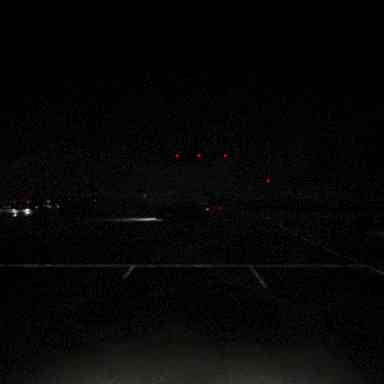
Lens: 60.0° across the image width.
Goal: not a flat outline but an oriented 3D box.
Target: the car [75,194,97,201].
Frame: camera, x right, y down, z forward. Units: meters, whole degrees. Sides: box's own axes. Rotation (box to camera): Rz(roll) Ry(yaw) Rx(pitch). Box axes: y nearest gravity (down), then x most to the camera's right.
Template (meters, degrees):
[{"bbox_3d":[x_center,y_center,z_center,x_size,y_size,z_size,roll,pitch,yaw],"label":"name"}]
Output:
[{"bbox_3d":[-21.065,1.329,66.127,1.895,1.301,4.718,0,0,0],"label":"car"}]

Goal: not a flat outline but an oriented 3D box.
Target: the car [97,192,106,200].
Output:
[{"bbox_3d":[-21.881,1.028,79.595,2.097,1.767,4.553,0,0,-7],"label":"car"}]

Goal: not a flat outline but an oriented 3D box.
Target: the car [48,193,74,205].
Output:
[{"bbox_3d":[-21.137,1.294,53.214,1.837,1.490,4.892,0,0,0],"label":"car"}]

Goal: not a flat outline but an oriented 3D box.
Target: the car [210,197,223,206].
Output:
[{"bbox_3d":[3.573,1.401,50.677,1.895,1.301,4.718,0,0,0],"label":"car"}]

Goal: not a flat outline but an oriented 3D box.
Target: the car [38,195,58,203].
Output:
[{"bbox_3d":[-28.066,1.332,64.917,1.895,1.301,4.718,0,0,0],"label":"car"}]

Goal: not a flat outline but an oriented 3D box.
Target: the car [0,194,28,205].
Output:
[{"bbox_3d":[-28.128,1.143,52.770,2.097,1.767,4.553,0,0,0],"label":"car"}]

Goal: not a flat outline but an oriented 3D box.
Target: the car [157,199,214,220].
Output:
[{"bbox_3d":[-0.658,1.477,26.336,4.181,1.385,1.994,0,0,-3],"label":"car"}]

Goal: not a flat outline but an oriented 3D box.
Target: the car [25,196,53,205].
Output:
[{"bbox_3d":[-24.633,1.333,53.785,2.033,1.411,5.357,0,0,0],"label":"car"}]

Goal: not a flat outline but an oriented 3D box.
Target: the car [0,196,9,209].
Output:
[{"bbox_3d":[-24.631,1.360,42.936,1.812,1.442,4.674,0,0,0],"label":"car"}]

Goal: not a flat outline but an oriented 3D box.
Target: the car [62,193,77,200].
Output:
[{"bbox_3d":[-28.739,1.034,78.195,2.097,1.767,4.553,0,0,-7],"label":"car"}]

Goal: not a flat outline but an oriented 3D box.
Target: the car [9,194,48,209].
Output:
[{"bbox_3d":[-21.137,1.185,43.185,2.097,1.767,4.553,0,0,0],"label":"car"}]

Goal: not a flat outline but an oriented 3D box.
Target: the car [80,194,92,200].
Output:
[{"bbox_3d":[-25.426,1.196,79.670,1.812,1.442,4.674,0,0,-7],"label":"car"}]
